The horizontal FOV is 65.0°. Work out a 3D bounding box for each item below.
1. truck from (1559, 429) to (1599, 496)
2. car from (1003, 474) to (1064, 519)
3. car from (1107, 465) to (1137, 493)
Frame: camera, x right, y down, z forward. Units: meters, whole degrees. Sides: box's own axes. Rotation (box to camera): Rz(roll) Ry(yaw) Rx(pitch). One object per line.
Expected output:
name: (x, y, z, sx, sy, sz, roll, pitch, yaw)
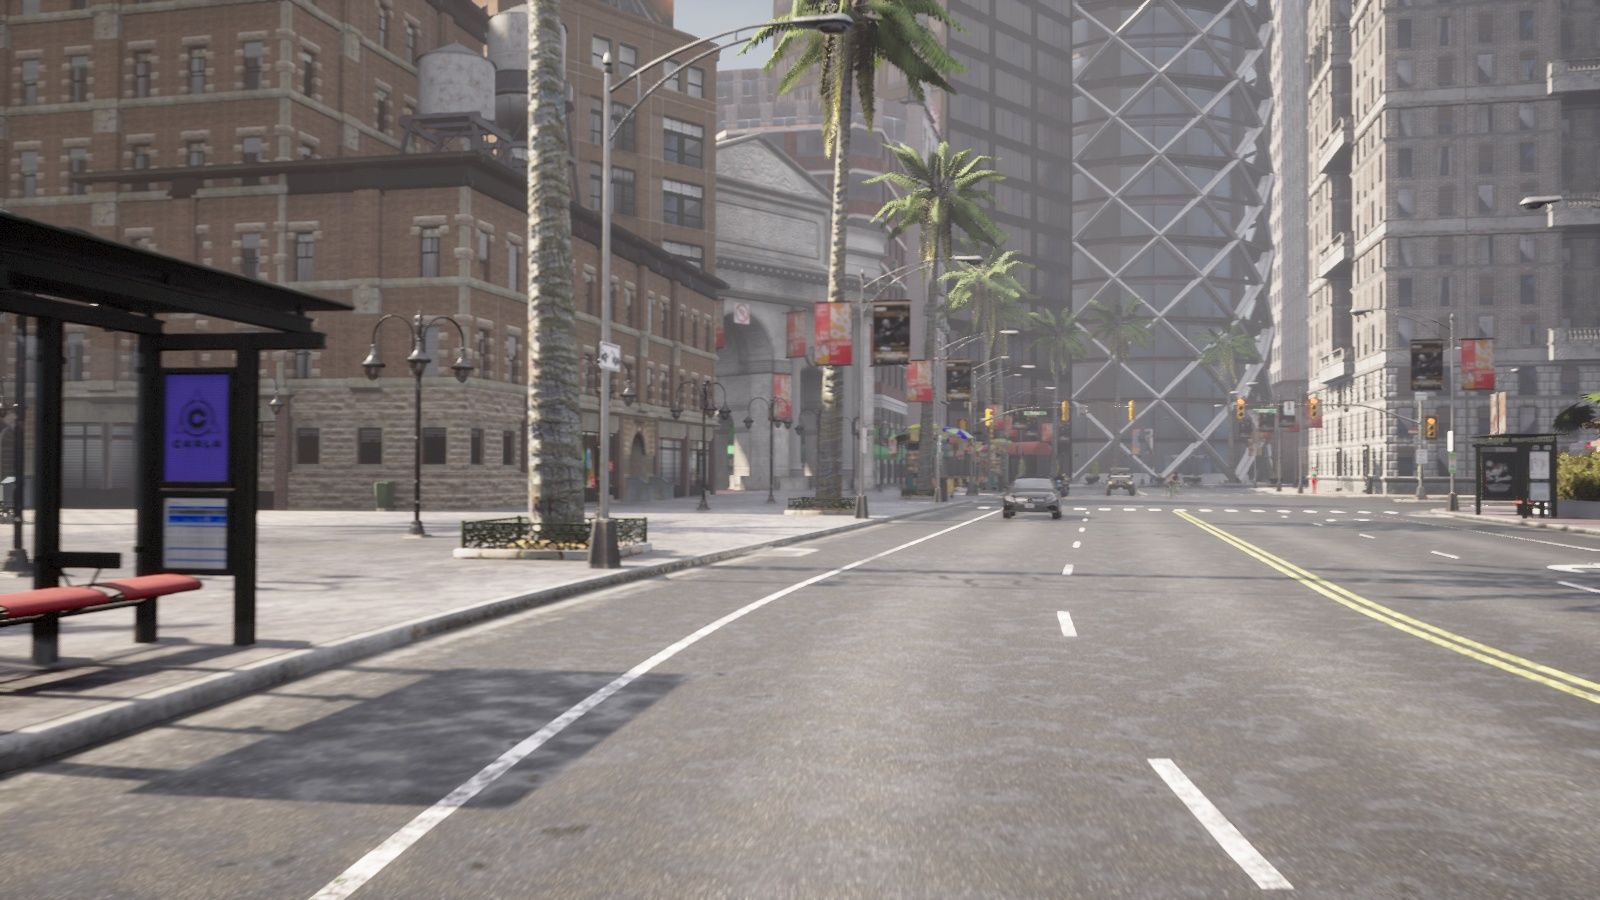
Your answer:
truck: (48.739, 0.700, 71.972, 8.468, 3.827, 2.891, 0, -1, 13)
car: (8.042, 1.535, 42.991, 1.812, 1.442, 4.674, 0, -1, 14)
car: (21.917, 1.973, 85.512, 1.905, 1.878, 3.866, 0, -1, 14)
